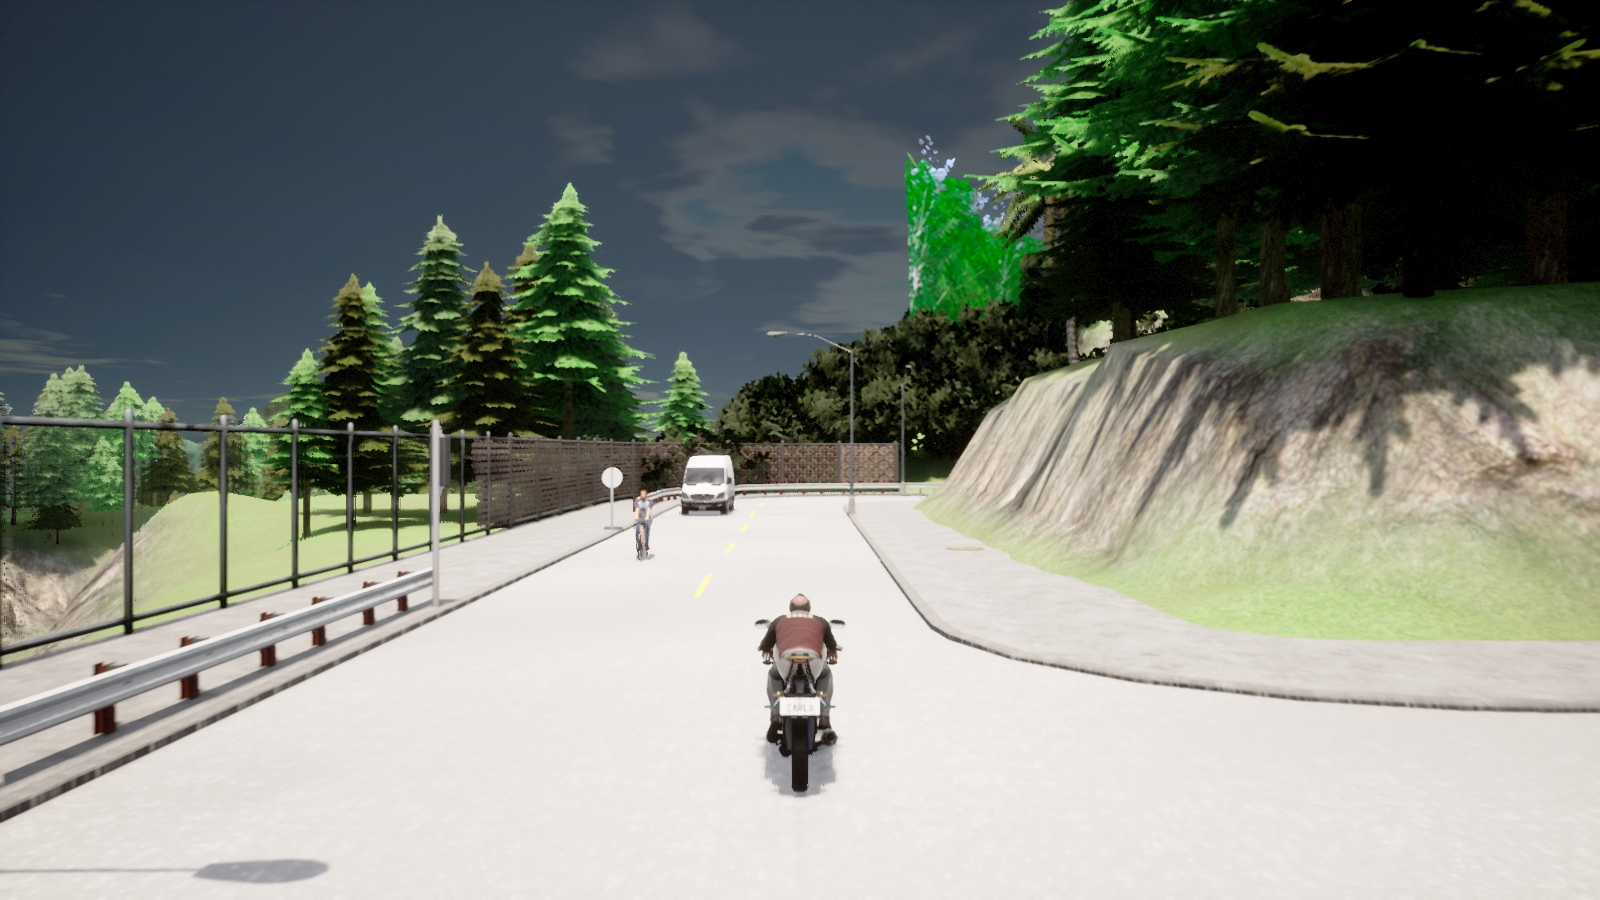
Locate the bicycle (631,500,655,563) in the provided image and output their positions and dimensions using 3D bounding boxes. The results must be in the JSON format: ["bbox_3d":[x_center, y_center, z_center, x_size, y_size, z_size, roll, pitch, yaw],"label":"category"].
[{"bbox_3d":[-3.995,2.056,29.063,0.373,1.496,1.643,0,-1,0],"label":"bicycle"}]

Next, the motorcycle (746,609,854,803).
[{"bbox_3d":[0.000,2.205,10.270,0.867,1.251,2.209,0,0,0],"label":"motorcycle"}]

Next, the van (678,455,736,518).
[{"bbox_3d":[-4.040,1.536,50.544,1.988,2.561,5.915,0,0,1],"label":"van"}]
